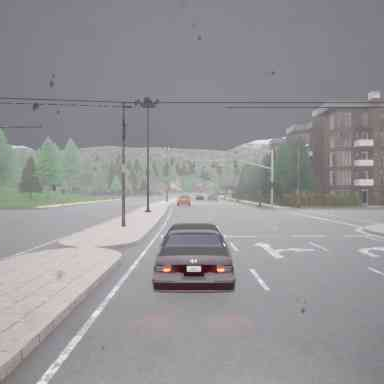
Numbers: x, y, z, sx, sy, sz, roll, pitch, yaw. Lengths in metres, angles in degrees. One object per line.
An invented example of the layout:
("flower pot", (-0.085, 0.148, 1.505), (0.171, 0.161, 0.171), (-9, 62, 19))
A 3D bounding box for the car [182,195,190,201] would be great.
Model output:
("car", (-1.490, 1.523, 85.570), (1.812, 1.442, 4.674), (0, 0, 0))

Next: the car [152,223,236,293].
("car", (0.045, 1.547, 9.000), (2.033, 1.411, 5.357), (0, 0, 0))

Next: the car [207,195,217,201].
("car", (5.510, 1.539, 85.614), (2.033, 1.411, 5.357), (0, 0, 0))

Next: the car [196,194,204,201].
("car", (2.010, 1.477, 85.608), (1.882, 1.535, 5.008), (0, 0, 0))

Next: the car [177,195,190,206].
("car", (-1.338, 1.352, 54.745), (2.097, 1.767, 4.553), (0, 0, -1))
